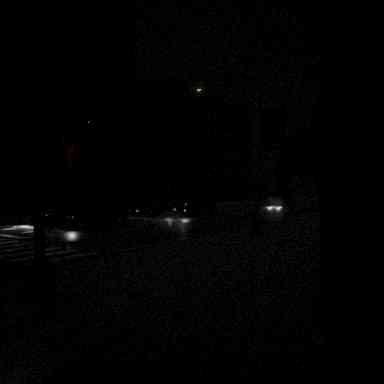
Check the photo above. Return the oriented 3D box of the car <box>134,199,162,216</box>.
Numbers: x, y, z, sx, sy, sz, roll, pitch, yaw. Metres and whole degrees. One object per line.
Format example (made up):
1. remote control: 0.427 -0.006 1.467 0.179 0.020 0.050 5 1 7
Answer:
1. car: -3.394 1.400 31.217 2.128 1.511 4.902 0 0 36

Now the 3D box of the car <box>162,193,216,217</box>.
1. car: 0.110 1.114 30.552 2.150 2.045 5.566 0 0 35

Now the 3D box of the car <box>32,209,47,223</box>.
1. car: -8.940 1.511 23.388 1.994 1.385 4.181 0 0 35

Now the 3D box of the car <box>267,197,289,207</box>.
1. car: 12.441 1.368 47.840 1.994 1.385 4.181 0 0 36

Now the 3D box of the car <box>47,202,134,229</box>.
1. car: -6.337 1.419 21.452 1.882 1.535 5.008 0 0 34
